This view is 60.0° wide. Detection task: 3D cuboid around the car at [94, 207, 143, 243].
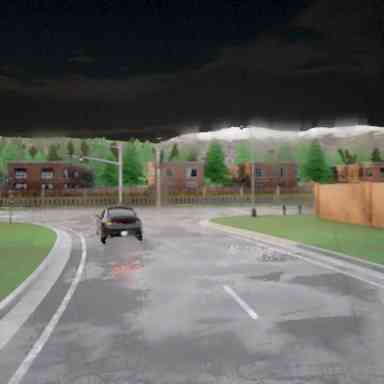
[{"bbox_3d":[-3.647,1.494,16.357,1.837,1.490,4.892,-1,0,-19],"label":"car"}]
